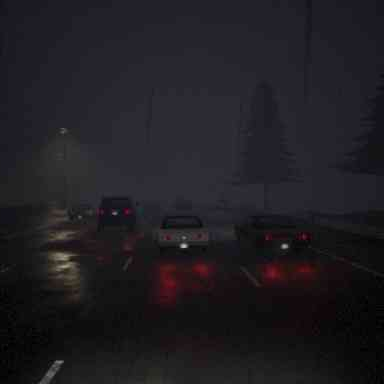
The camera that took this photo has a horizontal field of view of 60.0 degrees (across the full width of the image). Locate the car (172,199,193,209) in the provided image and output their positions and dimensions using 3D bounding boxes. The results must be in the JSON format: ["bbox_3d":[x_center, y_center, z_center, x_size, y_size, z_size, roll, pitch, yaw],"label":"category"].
[{"bbox_3d":[-1.268,1.578,41.231,2.128,1.511,4.902,0,0,-14],"label":"car"}]

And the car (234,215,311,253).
[{"bbox_3d":[3.052,1.605,13.806,1.895,1.301,4.718,0,0,-5],"label":"car"}]

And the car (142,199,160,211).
[{"bbox_3d":[-5.273,1.643,42.797,1.812,1.442,4.674,0,0,-15],"label":"car"}]

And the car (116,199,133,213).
[{"bbox_3d":[-8.261,1.640,40.308,1.837,1.490,4.892,0,0,-14],"label":"car"}]

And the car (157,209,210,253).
[{"bbox_3d":[-0.471,1.631,13.998,1.895,1.301,4.718,0,0,-5],"label":"car"}]

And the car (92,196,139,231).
[{"bbox_3d":[-4.682,1.296,21.392,2.150,2.045,5.566,0,0,-7],"label":"car"}]

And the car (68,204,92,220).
[{"bbox_3d":[-9.512,1.723,29.216,1.895,1.301,4.718,0,0,-10],"label":"car"}]

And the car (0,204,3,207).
[{"bbox_3d":[-21.728,1.697,35.302,1.882,1.535,5.008,0,0,-13],"label":"car"}]
